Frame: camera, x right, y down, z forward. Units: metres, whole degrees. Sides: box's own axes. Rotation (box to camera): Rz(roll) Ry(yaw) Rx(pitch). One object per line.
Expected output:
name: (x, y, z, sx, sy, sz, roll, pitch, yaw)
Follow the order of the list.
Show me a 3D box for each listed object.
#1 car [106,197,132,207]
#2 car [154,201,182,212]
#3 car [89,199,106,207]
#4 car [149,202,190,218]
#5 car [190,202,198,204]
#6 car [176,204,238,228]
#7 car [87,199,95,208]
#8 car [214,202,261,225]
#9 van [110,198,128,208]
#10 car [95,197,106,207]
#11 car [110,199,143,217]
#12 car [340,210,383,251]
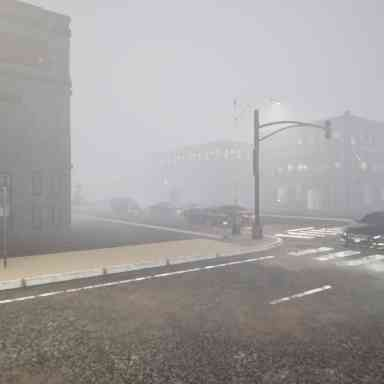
car: (-8.748, 1.677, 43.259, 2.150, 2.045, 5.566, -1, 0, -35)
car: (-3.325, 1.966, 45.584, 1.802, 1.307, 4.206, -2, 0, -36)
car: (-19.404, 2.227, 68.111, 1.887, 1.381, 4.507, -1, 0, -36)
car: (-2.707, 1.830, 34.764, 2.128, 1.511, 4.902, -1, 0, -36)
car: (-0.111, 1.903, 41.079, 1.802, 1.307, 4.206, -2, 0, -36)
car: (1.031, 1.814, 24.843, 1.947, 1.339, 4.313, -2, 0, -36)
car: (-19.219, 2.159, 63.412, 2.128, 1.511, 4.902, -1, 0, -36)
car: (3.338, 1.745, 26.303, 1.812, 1.442, 4.674, -1, 0, -35)
van: (-12.978, 1.907, 59.100, 1.690, 1.788, 3.998, -1, 0, -36)
car: (-16.194, 1.939, 63.605, 2.192, 1.841, 5.009, -1, 0, -36)
car: (-6.934, 1.846, 36.209, 1.967, 1.590, 4.097, -1, 0, -36)
car: (7.897, 1.503, 13.336, 4.892, 1.490, 1.837, 0, 0, -36)
